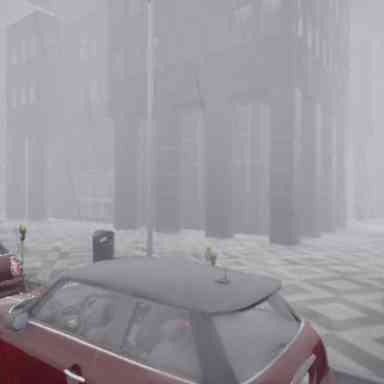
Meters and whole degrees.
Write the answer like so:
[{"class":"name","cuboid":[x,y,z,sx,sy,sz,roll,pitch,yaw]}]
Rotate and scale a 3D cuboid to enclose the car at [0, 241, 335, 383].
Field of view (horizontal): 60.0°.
[{"class":"car","cuboid":[-0.783,1.436,3.520,4.097,1.590,1.967,0,0,36]}]
